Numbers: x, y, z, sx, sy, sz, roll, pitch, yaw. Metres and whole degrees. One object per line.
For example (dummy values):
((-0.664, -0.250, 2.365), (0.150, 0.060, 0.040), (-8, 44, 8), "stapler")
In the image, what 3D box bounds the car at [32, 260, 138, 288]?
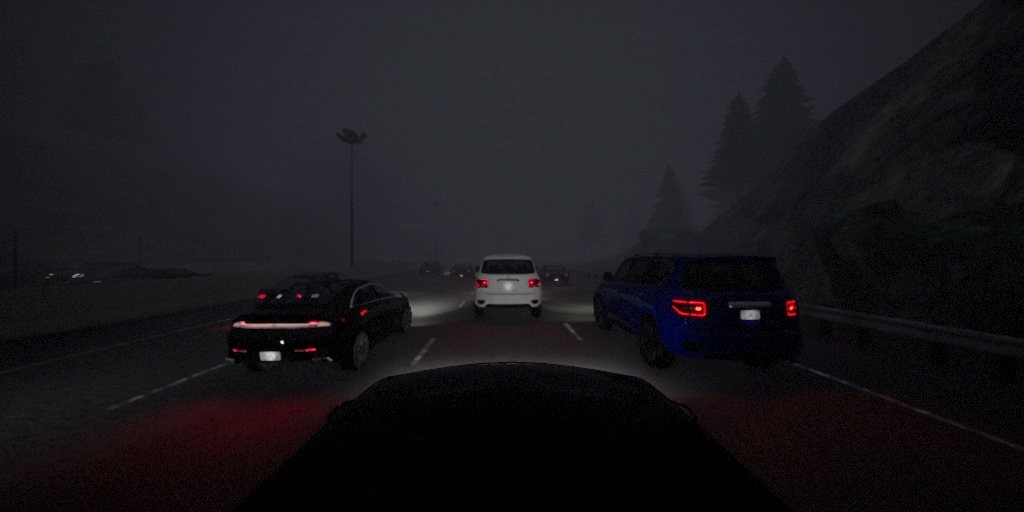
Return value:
((-25.142, 1.122, 21.935), (2.097, 1.767, 4.553), (0, 0, -2), "car")

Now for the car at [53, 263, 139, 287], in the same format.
((-21.574, 1.292, 19.963), (1.812, 1.442, 4.674), (0, 0, -2), "car")

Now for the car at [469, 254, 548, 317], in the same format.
((-0.183, 0.954, 13.234), (2.150, 2.045, 5.566), (0, 0, -2), "car")

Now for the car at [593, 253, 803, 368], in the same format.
((3.448, 0.954, 7.957), (2.150, 2.045, 5.566), (0, 0, -1), "car")

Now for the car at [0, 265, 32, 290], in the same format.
((-28.629, 1.270, 21.456), (2.128, 1.511, 4.902), (0, 0, -2), "car")

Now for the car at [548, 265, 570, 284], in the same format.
((2.937, 1.306, 26.308), (1.895, 1.301, 4.718), (0, 0, -2), "car")

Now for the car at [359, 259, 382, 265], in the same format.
((-22.680, 1.253, 59.142), (2.033, 1.411, 5.357), (0, 0, -1), "car")

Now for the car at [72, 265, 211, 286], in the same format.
((-18.031, 1.308, 18.259), (2.033, 1.411, 5.357), (0, 0, -2), "car")

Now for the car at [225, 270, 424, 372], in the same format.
((-3.565, 1.240, 7.645), (2.128, 1.511, 4.902), (0, 0, -1), "car")

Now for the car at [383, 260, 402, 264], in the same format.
((-19.184, 1.300, 58.846), (1.895, 1.301, 4.718), (0, 0, -1), "car")

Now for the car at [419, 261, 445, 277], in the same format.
((-7.838, 1.204, 35.377), (2.128, 1.511, 4.902), (0, 0, -2), "car")

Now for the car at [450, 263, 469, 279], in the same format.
((-4.226, 1.312, 31.679), (1.895, 1.301, 4.718), (0, 0, -2), "car")

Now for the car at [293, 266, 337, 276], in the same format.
((-7.190, 1.294, 13.571), (2.033, 1.411, 5.357), (0, 0, -2), "car")
